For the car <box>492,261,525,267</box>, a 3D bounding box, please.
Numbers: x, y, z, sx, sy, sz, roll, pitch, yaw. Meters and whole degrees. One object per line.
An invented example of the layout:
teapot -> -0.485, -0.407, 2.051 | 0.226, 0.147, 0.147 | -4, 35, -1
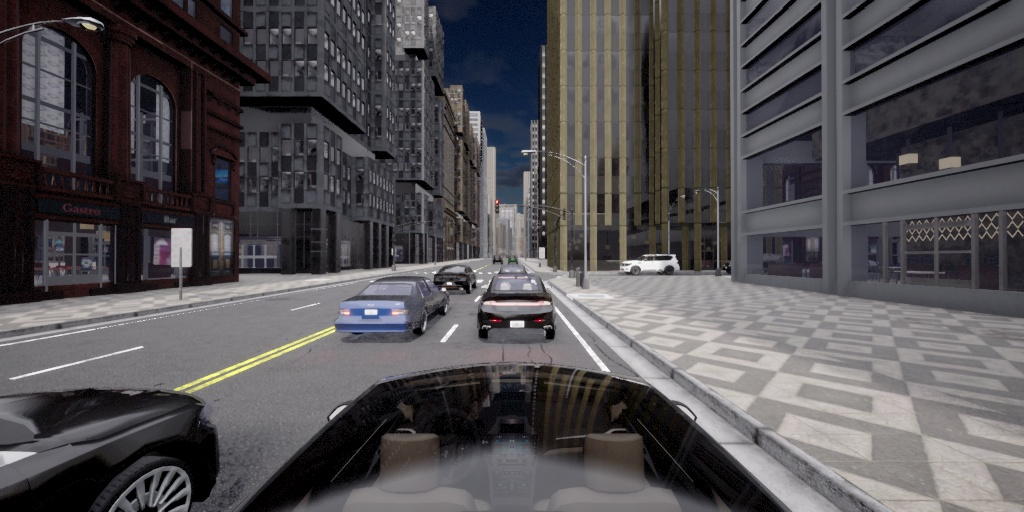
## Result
car -> 0.044, 1.223, 19.489 | 2.128, 1.511, 4.902 | 0, 0, 0

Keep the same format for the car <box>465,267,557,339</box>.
car -> 0.119, 1.237, 10.059 | 2.128, 1.511, 4.902 | 0, 0, 0

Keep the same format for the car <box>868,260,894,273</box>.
car -> 34.780, 1.095, 35.802 | 5.357, 1.411, 2.033 | 0, 0, 0

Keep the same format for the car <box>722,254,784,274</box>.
car -> 24.162, 0.811, 35.815 | 5.566, 2.045, 2.150 | 0, 0, 0

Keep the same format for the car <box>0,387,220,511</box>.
car -> -3.149, 1.241, 0.736 | 2.128, 1.511, 4.902 | 0, 0, 0

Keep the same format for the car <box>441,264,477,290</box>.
car -> -3.102, 1.208, 20.248 | 1.882, 1.535, 5.008 | 0, 0, 0

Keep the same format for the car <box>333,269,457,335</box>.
car -> -3.129, 1.292, 10.479 | 2.033, 1.411, 5.357 | 0, 0, 0

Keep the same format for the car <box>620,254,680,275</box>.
car -> 13.735, 0.855, 35.815 | 5.566, 2.045, 2.150 | 0, 0, 0
